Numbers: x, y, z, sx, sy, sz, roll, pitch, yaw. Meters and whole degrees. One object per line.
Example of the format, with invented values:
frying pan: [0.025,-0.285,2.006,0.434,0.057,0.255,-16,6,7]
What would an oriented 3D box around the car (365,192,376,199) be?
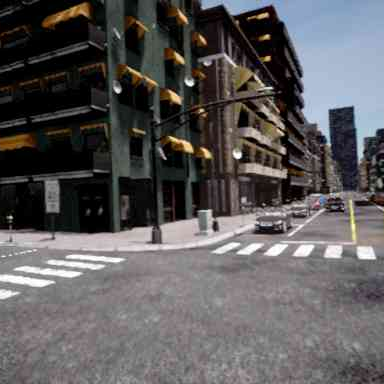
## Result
car: [40.869,0.792,76.189,2.008,1.369,4.403,-3,-1,25]

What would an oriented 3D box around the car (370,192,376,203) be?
car: [29.106,0.933,51.340,1.752,1.417,4.829,-3,-1,25]

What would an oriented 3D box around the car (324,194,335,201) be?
car: [30.935,1.182,74.773,2.008,1.369,4.403,-3,-1,25]

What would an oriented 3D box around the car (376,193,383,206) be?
car: [24.301,1.063,41.184,1.802,1.307,4.206,-3,-1,25]

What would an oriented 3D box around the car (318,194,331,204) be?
car: [23.830,1.172,59.773,1.967,1.590,4.097,-3,-1,25]

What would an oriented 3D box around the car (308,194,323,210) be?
car: [14.362,1.316,39.770,1.967,1.590,4.097,-3,-1,25]

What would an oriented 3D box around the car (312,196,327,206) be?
car: [19.102,1.384,49.769,1.802,1.307,4.206,-3,-1,25]

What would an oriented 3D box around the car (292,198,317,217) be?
car: [9.633,1.500,29.768,2.008,1.369,4.403,-3,-1,25]

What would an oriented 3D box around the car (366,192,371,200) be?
car: [33.768,0.884,61.188,1.887,1.381,4.507,-3,-1,25]

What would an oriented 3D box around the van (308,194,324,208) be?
van: [16.725,1.180,44.772,1.690,1.788,3.998,-3,-1,25]

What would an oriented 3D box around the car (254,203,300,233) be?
car: [4.899,1.577,19.765,2.008,1.369,4.403,-3,-1,25]

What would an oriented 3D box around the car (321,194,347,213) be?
car: [14.882,1.302,34.582,1.837,1.490,4.892,-3,0,25]

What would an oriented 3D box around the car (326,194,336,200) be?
car: [33.302,1.150,79.774,2.008,1.369,4.403,-3,-1,25]
